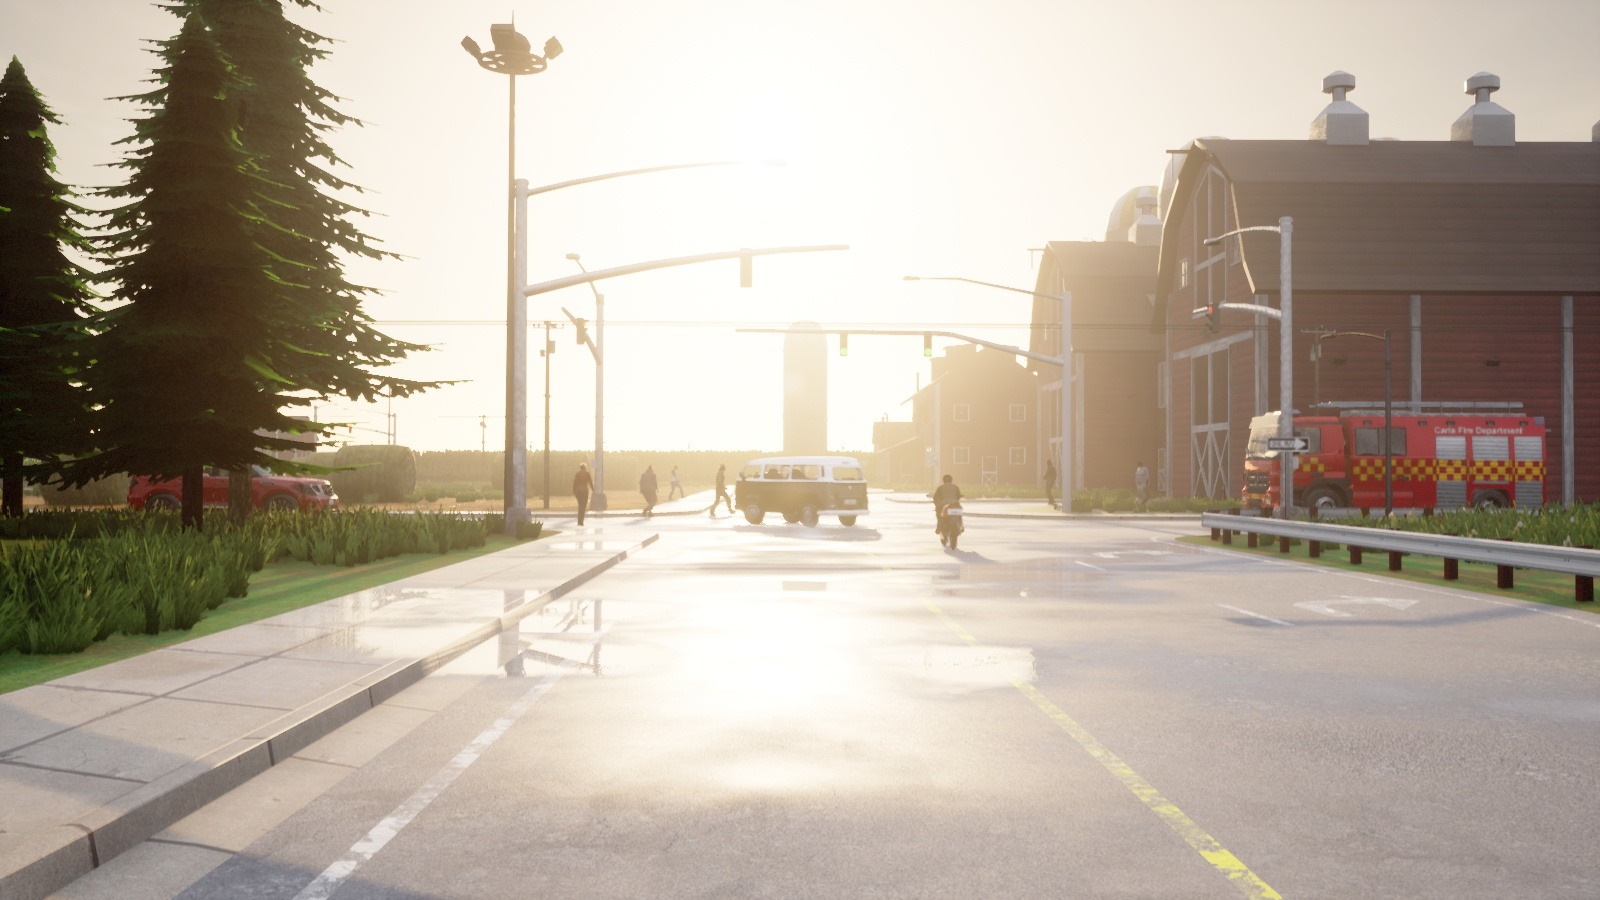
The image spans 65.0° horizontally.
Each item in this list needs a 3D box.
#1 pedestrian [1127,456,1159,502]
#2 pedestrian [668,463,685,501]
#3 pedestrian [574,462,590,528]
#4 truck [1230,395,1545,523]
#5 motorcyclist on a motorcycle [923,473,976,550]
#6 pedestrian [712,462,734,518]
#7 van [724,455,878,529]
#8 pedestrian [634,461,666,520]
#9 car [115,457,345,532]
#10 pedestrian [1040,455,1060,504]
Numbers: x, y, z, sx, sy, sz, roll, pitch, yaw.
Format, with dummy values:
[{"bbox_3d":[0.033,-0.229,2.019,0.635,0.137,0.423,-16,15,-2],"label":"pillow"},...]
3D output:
[{"bbox_3d":[13.943,1.184,51.096,0.900,1.855,0.874,0,-1,-26],"label":"pedestrian"},{"bbox_3d":[-5.964,1.548,60.577,0.706,1.836,0.354,0,-1,12],"label":"pedestrian"},{"bbox_3d":[-6.173,1.277,35.623,0.331,1.846,0.636,0,-1,1],"label":"pedestrian"},{"bbox_3d":[18.252,0.285,39.400,8.468,3.827,2.891,0,-1,0],"label":"truck"},{"bbox_3d":[3.051,1.232,25.858,0.797,1.523,2.044,0,-1,-1],"label":"motorcyclist on a motorcycle"},{"bbox_3d":[-2.672,1.380,43.584,0.692,1.930,0.396,0,-1,-17],"label":"pedestrian"},{"bbox_3d":[-0.041,1.196,37.009,2.069,2.038,4.480,1,-1,-42],"label":"van"},{"bbox_3d":[-5.076,1.365,42.594,0.659,1.952,0.873,-1,-1,39],"label":"pedestrian"},{"bbox_3d":[-16.143,1.244,35.784,5.566,2.045,2.150,0,-1,0],"label":"car"},{"bbox_3d":[9.863,1.173,49.578,0.666,1.930,0.402,0,-1,-19],"label":"pedestrian"}]
